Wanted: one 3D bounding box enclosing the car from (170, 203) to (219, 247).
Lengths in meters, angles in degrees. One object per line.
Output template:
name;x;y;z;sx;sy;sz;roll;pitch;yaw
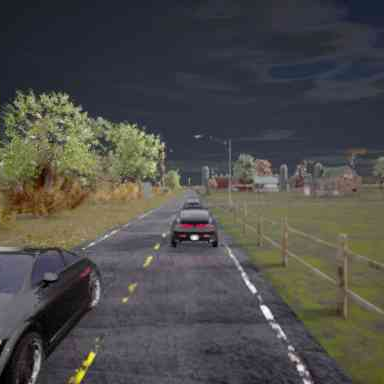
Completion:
car;0.093;1.409;14.472;1.837;1.490;4.892;0;0;0

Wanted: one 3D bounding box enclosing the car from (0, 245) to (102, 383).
car;-2.752;1.533;4.850;1.994;1.385;4.181;0;0;0

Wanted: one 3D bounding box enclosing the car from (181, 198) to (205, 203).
car;0.091;1.290;30.875;1.837;1.490;4.892;0;0;0
